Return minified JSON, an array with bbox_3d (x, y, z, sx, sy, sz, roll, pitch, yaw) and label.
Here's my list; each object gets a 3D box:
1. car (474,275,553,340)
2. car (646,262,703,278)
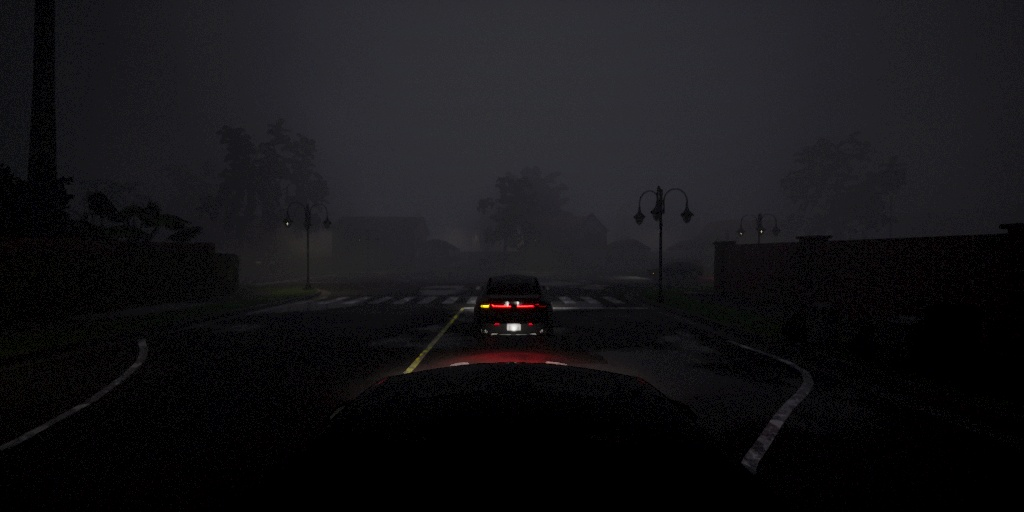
[{"bbox_3d":[0.018,1.249,9.954,1.837,1.490,4.892,0,0,-1],"label":"car"},{"bbox_3d":[14.931,1.259,33.003,4.892,1.490,1.837,0,0,0],"label":"car"}]
